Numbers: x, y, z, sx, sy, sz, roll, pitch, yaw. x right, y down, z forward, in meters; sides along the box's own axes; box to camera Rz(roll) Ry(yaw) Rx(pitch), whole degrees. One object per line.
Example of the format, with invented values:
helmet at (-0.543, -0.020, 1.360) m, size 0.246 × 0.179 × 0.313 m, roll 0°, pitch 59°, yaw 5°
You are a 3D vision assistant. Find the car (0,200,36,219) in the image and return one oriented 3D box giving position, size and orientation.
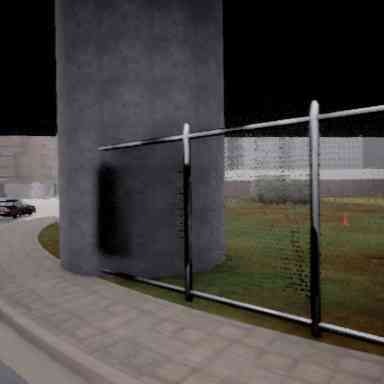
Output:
car at (-14.121, 1.331, 26.201) m, size 2.033 × 1.411 × 5.357 m, roll -1°, pitch 1°, yaw -6°
